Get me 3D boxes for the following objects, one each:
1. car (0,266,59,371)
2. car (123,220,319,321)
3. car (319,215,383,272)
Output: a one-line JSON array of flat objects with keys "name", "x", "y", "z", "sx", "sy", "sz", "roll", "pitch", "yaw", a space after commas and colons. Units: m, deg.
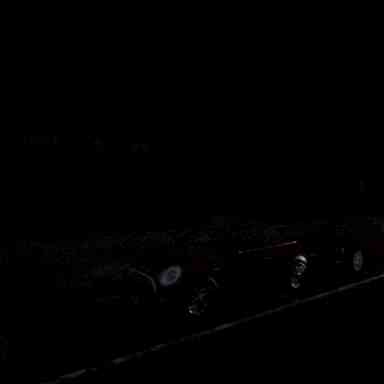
[{"name": "car", "x": -3.995, "y": 1.554, "z": 3.906, "sx": 4.507, "sy": 1.381, "sz": 1.887, "roll": -1, "pitch": 1, "yaw": -35}, {"name": "car", "x": 0.584, "y": 1.400, "z": 7.170, "sx": 4.097, "sy": 1.590, "sz": 1.967, "roll": -1, "pitch": 1, "yaw": -35}, {"name": "car", "x": 5.163, "y": 1.454, "z": 10.437, "sx": 4.507, "sy": 1.381, "sz": 1.887, "roll": -1, "pitch": 1, "yaw": -35}]
